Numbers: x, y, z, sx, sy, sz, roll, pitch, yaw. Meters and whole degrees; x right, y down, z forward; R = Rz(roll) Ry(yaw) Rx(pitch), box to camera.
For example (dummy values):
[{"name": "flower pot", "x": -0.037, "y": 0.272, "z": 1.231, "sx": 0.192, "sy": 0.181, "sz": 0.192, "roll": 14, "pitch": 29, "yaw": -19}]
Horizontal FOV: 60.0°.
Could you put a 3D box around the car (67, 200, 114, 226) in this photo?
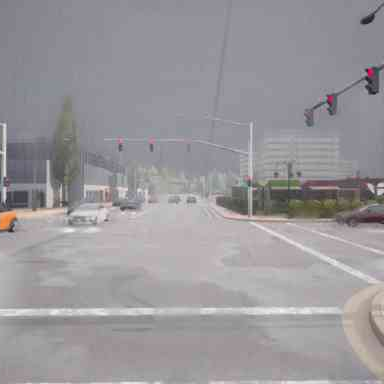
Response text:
[{"name": "car", "x": -7.135, "y": 1.525, "z": 23.352, "sx": 1.812, "sy": 1.442, "sz": 4.674, "roll": 0, "pitch": 0, "yaw": 0}]

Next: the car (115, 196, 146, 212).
[{"name": "car", "x": -7.158, "y": 1.547, "z": 39.339, "sx": 2.033, "sy": 1.411, "sz": 5.357, "roll": 0, "pitch": 0, "yaw": 0}]

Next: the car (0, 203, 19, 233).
[{"name": "car", "x": -10.623, "y": 1.351, "z": 16.473, "sx": 2.097, "sy": 1.767, "sz": 4.553, "roll": 0, "pitch": 0, "yaw": 0}]

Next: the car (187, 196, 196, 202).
[{"name": "car", "x": -0.110, "y": 1.468, "z": 74.916, "sx": 1.895, "sy": 1.301, "sz": 4.718, "roll": 0, "pitch": 0, "yaw": 0}]

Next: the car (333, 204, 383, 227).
[{"name": "car", "x": 11.773, "y": 1.526, "z": 21.960, "sx": 4.674, "sy": 1.442, "sz": 1.812, "roll": 0, "pitch": 0, "yaw": 1}]

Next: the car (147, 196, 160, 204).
[{"name": "car", "x": -7.154, "y": 1.507, "z": 62.018, "sx": 1.837, "sy": 1.490, "sz": 4.892, "roll": 0, "pitch": -1, "yaw": 0}]

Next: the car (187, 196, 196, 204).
[{"name": "car", "x": -0.095, "y": 1.491, "z": 64.611, "sx": 2.128, "sy": 1.511, "sz": 4.902, "roll": 0, "pitch": 0, "yaw": 0}]

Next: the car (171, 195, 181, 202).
[{"name": "car", "x": -3.610, "y": 1.425, "z": 74.879, "sx": 1.994, "sy": 1.385, "sz": 4.181, "roll": 0, "pitch": 0, "yaw": 0}]

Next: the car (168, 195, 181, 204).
[{"name": "car", "x": -3.595, "y": 1.547, "z": 64.605, "sx": 2.033, "sy": 1.411, "sz": 5.357, "roll": 0, "pitch": 0, "yaw": 0}]

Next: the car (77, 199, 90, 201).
[{"name": "car", "x": -10.681, "y": 1.505, "z": 32.941, "sx": 1.837, "sy": 1.490, "sz": 4.892, "roll": 0, "pitch": 0, "yaw": 1}]

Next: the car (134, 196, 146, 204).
[{"name": "car", "x": -10.602, "y": 1.538, "z": 68.165, "sx": 1.837, "sy": 1.490, "sz": 4.892, "roll": 0, "pitch": 0, "yaw": 0}]
